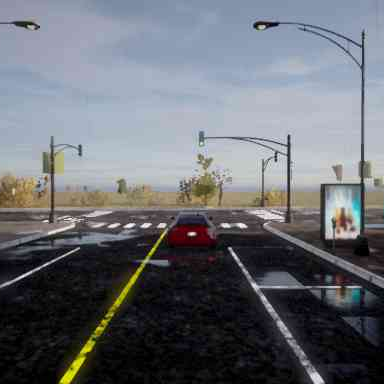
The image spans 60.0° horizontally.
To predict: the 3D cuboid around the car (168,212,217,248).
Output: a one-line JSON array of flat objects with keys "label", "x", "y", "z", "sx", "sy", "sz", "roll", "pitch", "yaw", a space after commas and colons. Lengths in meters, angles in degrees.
[{"label": "car", "x": 0.000, "y": 1.569, "z": 14.651, "sx": 1.994, "sy": 1.385, "sz": 4.181, "roll": 0, "pitch": 0, "yaw": 0}]
